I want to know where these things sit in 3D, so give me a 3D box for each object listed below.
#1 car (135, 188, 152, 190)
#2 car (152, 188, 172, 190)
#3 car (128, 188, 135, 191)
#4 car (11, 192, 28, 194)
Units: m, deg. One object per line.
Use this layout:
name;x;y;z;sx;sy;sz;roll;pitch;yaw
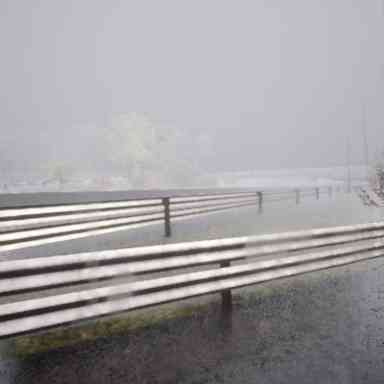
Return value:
car;-6.494;0.092;53.754;2.097;1.767;4.553;0;1;30
car;-3.612;0.188;51.750;1.882;1.535;5.008;0;1;30
car;-9.524;0.111;55.506;2.097;1.767;4.553;0;1;30
car;-19.823;0.710;37.866;1.812;1.442;4.674;0;1;30
